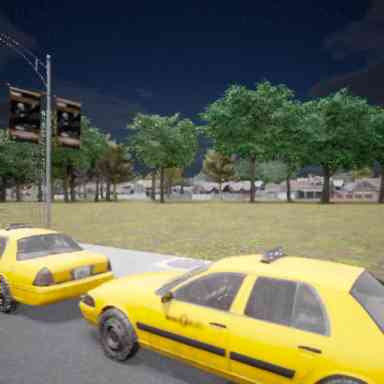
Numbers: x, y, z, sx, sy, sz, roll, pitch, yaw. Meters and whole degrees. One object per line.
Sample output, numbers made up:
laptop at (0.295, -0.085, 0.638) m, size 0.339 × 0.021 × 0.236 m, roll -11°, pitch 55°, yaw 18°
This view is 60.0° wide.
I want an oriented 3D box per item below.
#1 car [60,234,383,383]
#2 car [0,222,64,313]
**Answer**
car at (0.749, 1.464, 4.223) m, size 5.366 × 1.575 × 1.801 m, roll 0°, pitch 0°, yaw 36°
car at (-4.134, 1.488, 7.711) m, size 5.366 × 1.575 × 1.801 m, roll 0°, pitch 0°, yaw 36°
